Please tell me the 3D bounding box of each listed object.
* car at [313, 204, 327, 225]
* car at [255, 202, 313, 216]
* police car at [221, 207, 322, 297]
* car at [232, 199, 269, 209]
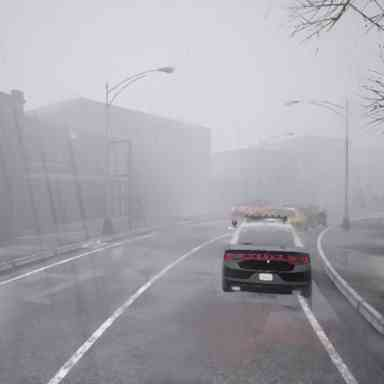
[{"bbox_3d":[7.775,1.535,22.480,1.837,1.490,4.892,1,0,34],"label":"car"},{"bbox_3d":[5.079,1.469,17.783,1.801,1.575,5.366,1,0,26],"label":"car"},{"bbox_3d":[1.973,1.427,8.902,1.930,1.638,5.238,0,0,12],"label":"police car"},{"bbox_3d":[4.720,1.331,25.745,2.097,1.767,4.553,1,0,36],"label":"car"}]
